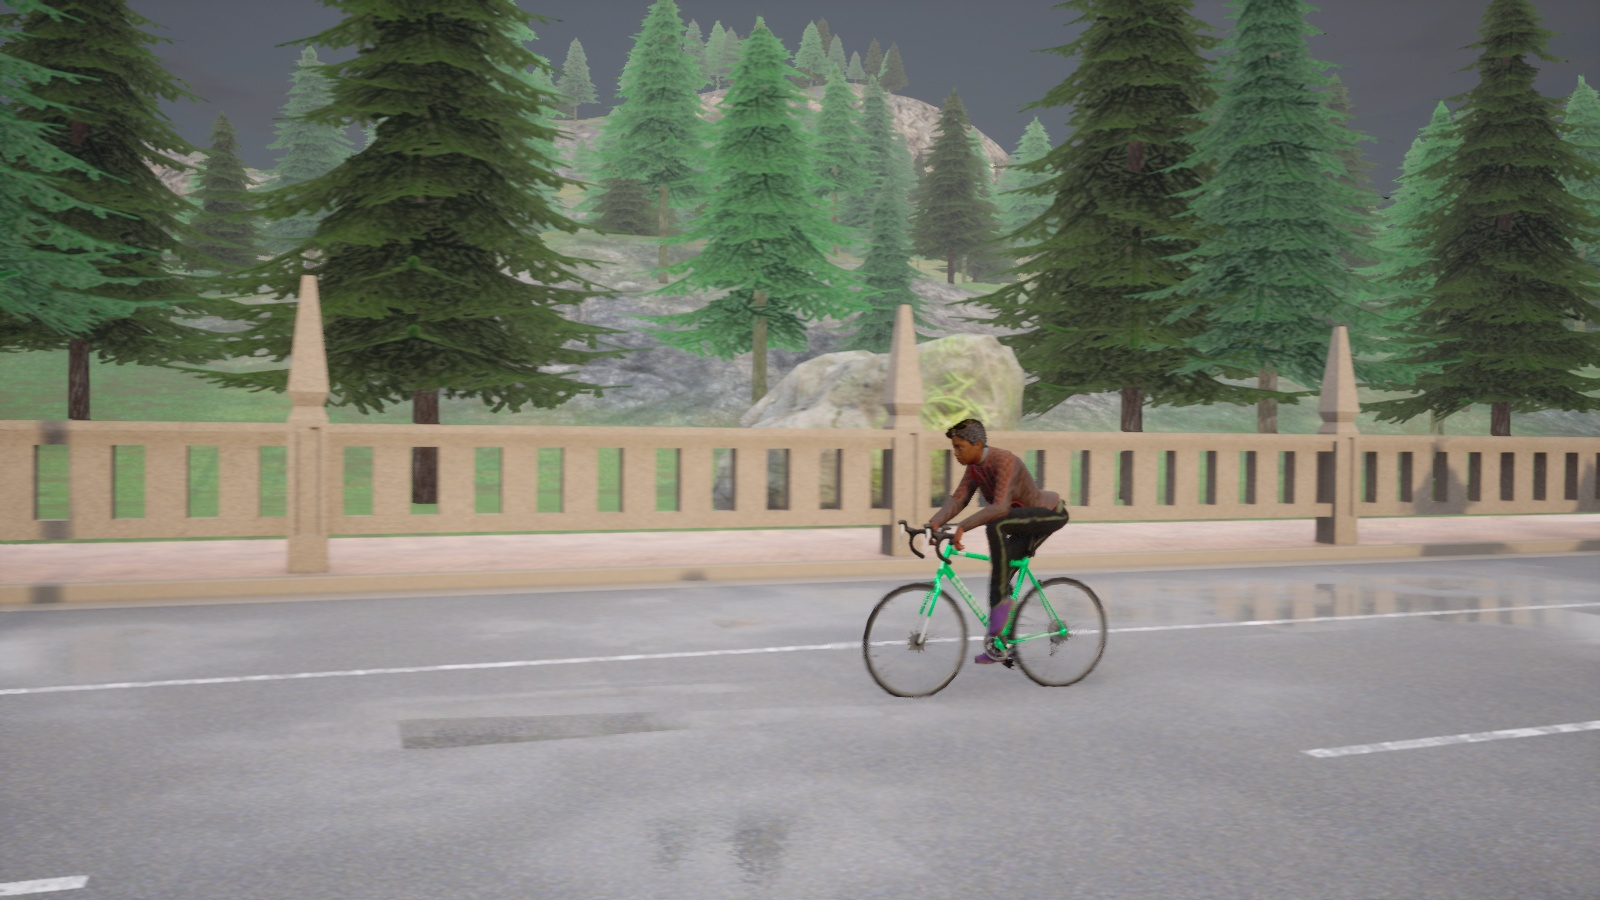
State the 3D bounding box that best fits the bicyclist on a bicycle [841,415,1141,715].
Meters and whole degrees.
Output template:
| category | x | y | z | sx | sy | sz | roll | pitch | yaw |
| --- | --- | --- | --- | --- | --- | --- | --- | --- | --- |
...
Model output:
| category | x | y | z | sx | sy | sz | roll | pitch | yaw |
| --- | --- | --- | --- | --- | --- | --- | --- | --- | --- |
| bicyclist on a bicycle | 1.130 | 0.618 | 7.412 | 1.656 | 1.620 | 0.582 | -1 | 1 | -21 |
